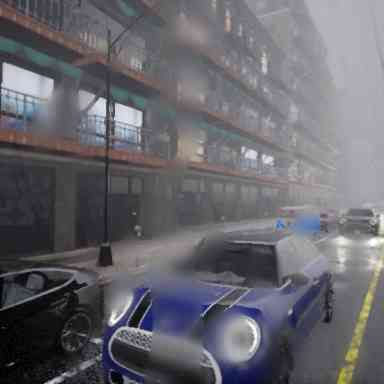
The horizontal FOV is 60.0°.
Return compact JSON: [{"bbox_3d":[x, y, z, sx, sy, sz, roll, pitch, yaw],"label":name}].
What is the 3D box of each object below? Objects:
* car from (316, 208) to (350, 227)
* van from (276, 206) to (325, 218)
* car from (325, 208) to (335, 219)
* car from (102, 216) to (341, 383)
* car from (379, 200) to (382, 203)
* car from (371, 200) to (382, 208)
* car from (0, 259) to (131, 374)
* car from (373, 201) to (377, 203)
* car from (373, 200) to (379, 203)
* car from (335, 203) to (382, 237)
[{"bbox_3d":[12.001,2.097,28.192,2.008,1.369,4.403,1,-1,32],"label":"car"},{"bbox_3d":[5.994,1.699,18.576,1.690,1.788,3.998,0,-1,32],"label":"van"},{"bbox_3d":[8.995,1.997,23.382,1.887,1.381,4.507,1,-1,32],"label":"car"},{"bbox_3d":[0.802,1.452,5.219,2.097,1.767,4.553,-1,-1,32],"label":"car"},{"bbox_3d":[42.049,3.009,76.280,2.008,1.369,4.403,1,-1,32],"label":"car"},{"bbox_3d":[45.056,2.862,81.090,2.192,1.841,5.009,1,-1,32],"label":"car"},{"bbox_3d":[-3.024,1.637,4.146,1.947,1.339,4.313,0,-1,32],"label":"car"},{"bbox_3d":[30.029,2.649,57.045,2.008,1.369,4.403,1,-1,32],"label":"car"},{"bbox_3d":[33.036,2.629,61.856,1.967,1.590,4.097,1,-1,32],"label":"car"},{"bbox_3d":[10.708,1.768,21.073,2.097,1.767,4.553,-1,-1,32],"label":"car"}]
